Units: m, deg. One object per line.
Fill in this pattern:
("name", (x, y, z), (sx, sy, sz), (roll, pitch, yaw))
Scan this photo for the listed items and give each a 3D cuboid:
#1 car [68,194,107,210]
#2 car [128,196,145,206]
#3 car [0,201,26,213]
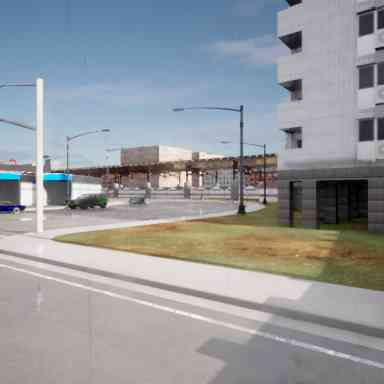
("car", (-13.462, 1.222, 43.291), (2.150, 2.045, 5.566), (0, 0, 27))
("car", (-9.281, 1.492, 56.364), (2.128, 1.511, 4.902), (0, 0, 8))
("car", (-19.701, 1.601, 33.931), (1.895, 1.301, 4.718), (0, 0, 37))
